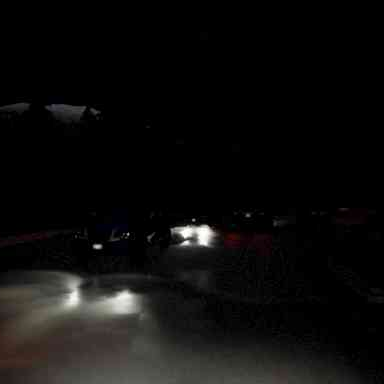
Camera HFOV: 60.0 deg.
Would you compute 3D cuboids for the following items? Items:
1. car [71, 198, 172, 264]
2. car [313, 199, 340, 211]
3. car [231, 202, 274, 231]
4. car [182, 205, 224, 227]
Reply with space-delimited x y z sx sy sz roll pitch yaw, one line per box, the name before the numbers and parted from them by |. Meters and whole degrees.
car | -2.281 1.251 12.462 2.150 2.045 5.566 0 0 10
car | 16.785 1.570 41.456 2.128 1.511 4.902 0 0 44
car | 3.962 1.396 21.231 2.097 1.767 4.553 0 0 20
car | 0.825 1.615 23.206 1.994 1.385 4.181 0 0 21
